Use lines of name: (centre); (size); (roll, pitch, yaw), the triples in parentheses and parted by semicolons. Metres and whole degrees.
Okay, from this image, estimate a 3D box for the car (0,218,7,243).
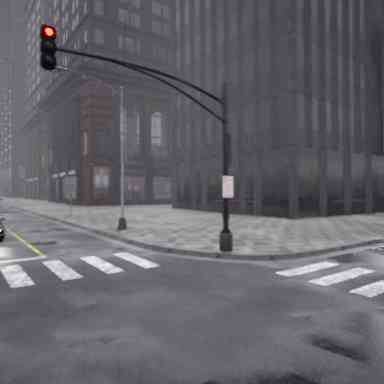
car: (-9.587, 1.395, 14.796); (2.033, 1.411, 5.357); (0, 1, -36)
